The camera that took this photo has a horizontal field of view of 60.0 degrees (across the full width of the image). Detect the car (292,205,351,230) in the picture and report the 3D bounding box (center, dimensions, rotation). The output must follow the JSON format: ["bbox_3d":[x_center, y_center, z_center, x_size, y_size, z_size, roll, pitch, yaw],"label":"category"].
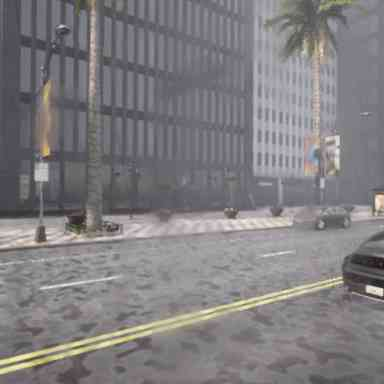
[{"bbox_3d":[8.813,1.667,22.448,4.892,1.521,2.231,1,0,-35],"label":"car"}]

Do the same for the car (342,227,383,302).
[{"bbox_3d":[5.332,1.584,7.510,4.892,1.490,1.837,1,0,-35],"label":"car"}]
